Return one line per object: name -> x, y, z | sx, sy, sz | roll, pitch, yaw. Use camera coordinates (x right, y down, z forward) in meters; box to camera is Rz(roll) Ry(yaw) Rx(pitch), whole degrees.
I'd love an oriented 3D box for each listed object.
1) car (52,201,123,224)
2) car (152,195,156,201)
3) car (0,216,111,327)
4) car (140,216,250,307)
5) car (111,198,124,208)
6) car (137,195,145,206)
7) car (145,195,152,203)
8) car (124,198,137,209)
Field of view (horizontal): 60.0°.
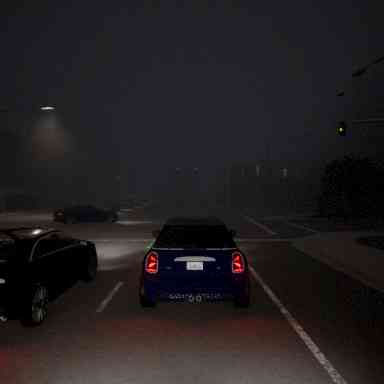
car -> -7.817, 1.660, 24.562 | 4.674, 1.442, 1.812 | 0, 0, -33
car -> -10.645, 1.646, 87.090 | 2.128, 1.511, 4.902 | 0, 0, 0
car -> -3.446, 1.503, 7.015 | 2.128, 1.511, 4.902 | 0, 0, 0
car -> 0.060, 1.364, 8.155 | 2.097, 1.767, 4.553 | 0, 0, 0
car -> -10.669, 1.857, 43.910 | 1.812, 1.442, 4.674 | 0, 0, 0
car -> -10.660, 1.821, 62.731 | 1.882, 1.535, 5.008 | 0, 1, 0
car -> -10.621, 1.556, 72.785 | 2.097, 1.767, 4.553 | 0, 1, 0
car -> -10.680, 1.743, 53.406 | 2.097, 1.767, 4.553 | 0, 0, 0
